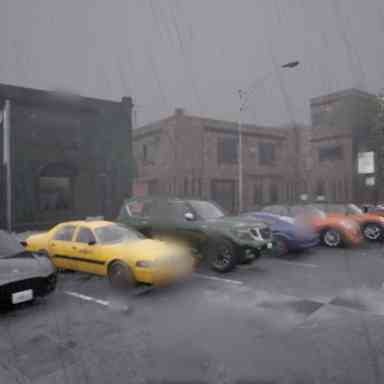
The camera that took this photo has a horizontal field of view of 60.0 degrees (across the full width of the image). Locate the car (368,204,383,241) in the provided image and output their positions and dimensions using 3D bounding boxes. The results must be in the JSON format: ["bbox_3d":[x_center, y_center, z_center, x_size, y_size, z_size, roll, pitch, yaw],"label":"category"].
[{"bbox_3d":[7.217,1.257,16.036,4.553,1.767,2.185,-1,-1,35],"label":"car"}]

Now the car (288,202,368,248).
[{"bbox_3d":[4.761,1.276,14.310,4.553,1.767,2.185,-1,-1,35],"label":"car"}]

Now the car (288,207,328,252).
[{"bbox_3d":[2.331,1.461,12.558,4.674,1.452,2.002,-1,0,35],"label":"car"}]

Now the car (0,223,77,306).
[{"bbox_3d":[-5.016,1.515,7.372,4.792,1.488,2.163,-1,-1,35],"label":"car"}]

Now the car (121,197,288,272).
[{"bbox_3d":[-0.104,1.190,10.841,5.566,2.045,2.435,-1,-1,35],"label":"car"}]

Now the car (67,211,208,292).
[{"bbox_3d":[-2.429,1.457,9.009,5.366,1.575,1.946,-1,-1,35],"label":"car"}]
